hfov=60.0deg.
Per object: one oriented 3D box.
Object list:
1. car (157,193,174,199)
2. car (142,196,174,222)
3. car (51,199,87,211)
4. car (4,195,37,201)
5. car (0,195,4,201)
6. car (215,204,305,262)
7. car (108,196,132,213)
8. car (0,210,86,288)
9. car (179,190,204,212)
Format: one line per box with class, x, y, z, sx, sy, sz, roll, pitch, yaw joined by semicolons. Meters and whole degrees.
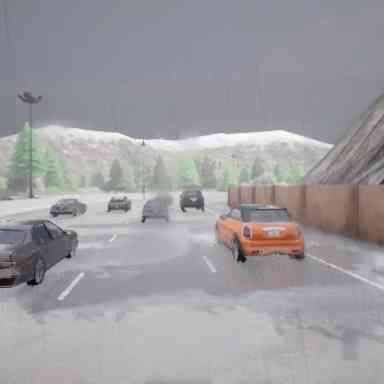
car;-3.548;0.873;43.342;2.097;1.767;4.553;0;1;3
car;-2.583;1.288;23.606;2.033;1.411;5.357;0;1;-6
car;-9.999;1.261;27.259;2.033;1.411;5.357;0;1;-6
car;-21.340;1.093;42.337;1.812;1.442;4.674;0;0;2
car;-24.826;1.133;42.847;1.994;1.385;4.181;0;1;2
car;2.170;1.213;11.835;2.097;1.767;4.553;0;1;-6
car;-6.953;1.144;32.343;2.128;1.511;4.902;0;1;-4
car;-4.569;1.455;8.966;2.033;1.411;5.357;0;1;-6
car;-0.028;0.849;33.433;2.150;2.045;5.566;-1;1;-4
